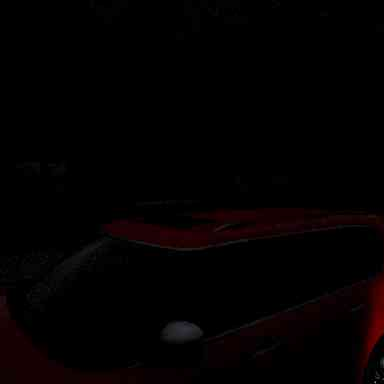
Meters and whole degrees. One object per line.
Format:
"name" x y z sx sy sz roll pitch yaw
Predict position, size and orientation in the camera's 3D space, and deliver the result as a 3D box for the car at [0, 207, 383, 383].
"car" -0.031 1.219 3.049 5.566 2.045 2.150 0 0 -36
